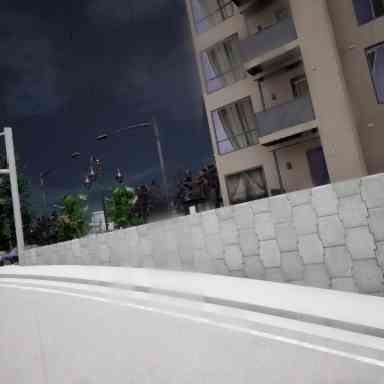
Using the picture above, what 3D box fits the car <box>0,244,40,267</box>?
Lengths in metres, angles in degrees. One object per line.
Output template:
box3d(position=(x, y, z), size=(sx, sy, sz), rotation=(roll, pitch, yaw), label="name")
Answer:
box3d(position=(-15.512, 5.654, 29.606), size=(2.097, 1.767, 4.553), rotation=(-15, -9, 35), label="car")
